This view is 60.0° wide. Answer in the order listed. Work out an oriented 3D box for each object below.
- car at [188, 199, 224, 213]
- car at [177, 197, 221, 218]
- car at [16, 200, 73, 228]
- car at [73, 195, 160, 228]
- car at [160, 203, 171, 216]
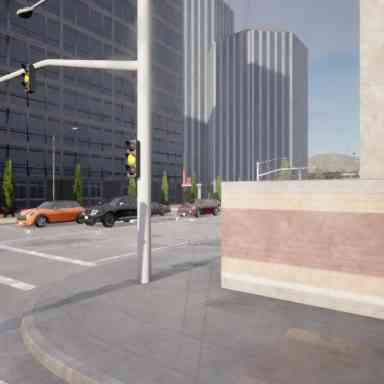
[{"bbox_3d":[1.760,1.560,39.082,1.837,1.490,4.892,0,0,36],"label":"car"},{"bbox_3d":[0.595,1.407,31.473,2.097,1.767,4.553,0,0,36],"label":"car"},{"bbox_3d":[-9.688,1.407,23.155,2.097,1.767,4.553,0,0,36],"label":"car"},{"bbox_3d":[-5.132,1.277,23.502,2.150,2.045,5.566,0,0,36],"label":"car"},{"bbox_3d":[-4.164,1.603,30.851,2.033,1.411,5.357,0,0,36],"label":"car"}]
